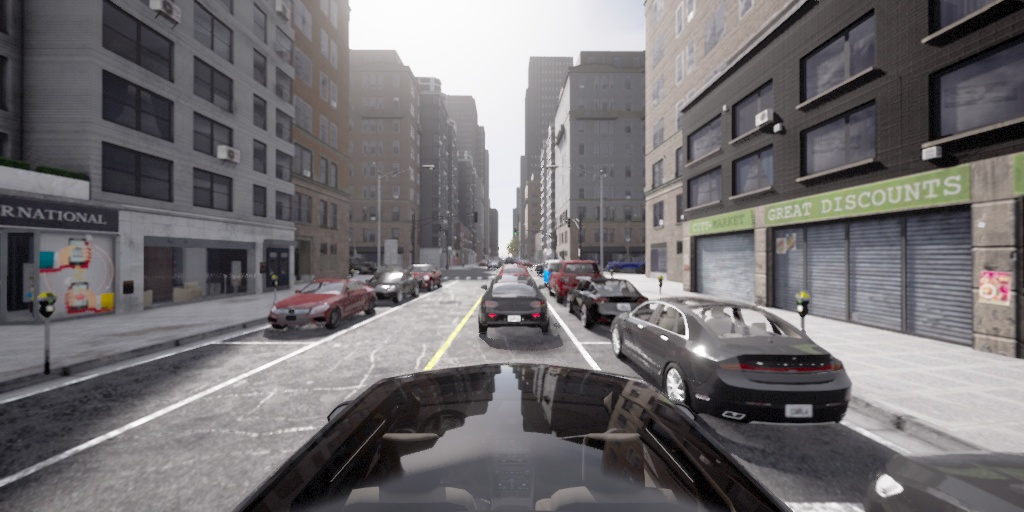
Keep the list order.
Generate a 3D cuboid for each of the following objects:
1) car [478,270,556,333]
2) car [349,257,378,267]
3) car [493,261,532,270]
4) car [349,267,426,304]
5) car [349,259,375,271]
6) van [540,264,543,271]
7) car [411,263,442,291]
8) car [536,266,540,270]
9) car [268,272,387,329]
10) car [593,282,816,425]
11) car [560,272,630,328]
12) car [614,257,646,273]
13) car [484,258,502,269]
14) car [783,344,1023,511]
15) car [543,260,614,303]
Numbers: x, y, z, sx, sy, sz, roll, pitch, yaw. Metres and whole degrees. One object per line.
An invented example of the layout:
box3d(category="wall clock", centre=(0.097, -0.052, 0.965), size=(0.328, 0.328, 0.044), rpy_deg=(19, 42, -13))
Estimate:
box3d(category="car", centre=(0.036, 1.304, 10.703), size=(1.812, 1.442, 4.674), rpy_deg=(0, 0, 0))
box3d(category="car", centre=(-18.575, 1.117, 42.270), size=(5.566, 2.045, 2.150), rpy_deg=(0, 0, 0))
box3d(category="car", centre=(0.119, 1.288, 20.789), size=(1.882, 1.535, 5.008), rpy_deg=(0, 0, 0))
box3d(category="car", centre=(-5.651, 1.363, 16.804), size=(1.948, 1.339, 4.313), rpy_deg=(0, 0, 0))
box3d(category="car", centre=(-17.944, 1.385, 39.023), size=(4.892, 1.490, 1.837), rpy_deg=(0, 0, 0))
box3d(category="van", centre=(2.881, 1.156, 22.325), size=(1.690, 1.789, 3.998), rpy_deg=(0, 0, 0))
box3d(category="car", centre=(-5.645, 1.255, 22.329), size=(1.967, 1.591, 4.097), rpy_deg=(0, 0, 0))
box3d(category="car", centre=(4.847, 1.359, 38.280), size=(4.892, 1.490, 1.837), rpy_deg=(0, -3, -31))
box3d(category="car", centre=(-5.657, 1.362, 11.279), size=(1.802, 1.307, 4.207), rpy_deg=(0, 0, 0))
box3d(category="car", centre=(2.862, 1.313, 5.754), size=(2.007, 1.370, 4.403), rpy_deg=(0, 0, 0))
box3d(category="car", centre=(2.868, 1.346, 11.277), size=(1.948, 1.339, 4.313), rpy_deg=(0, 0, 0))
box3d(category="car", centre=(14.879, 1.099, 45.848), size=(5.566, 2.045, 2.150), rpy_deg=(0, 0, 2))
box3d(category="car", centre=(-3.172, 1.504, 60.853), size=(2.033, 1.411, 5.357), rpy_deg=(0, 0, -1))
box3d(category="car", centre=(2.856, 1.296, 0.230), size=(2.007, 1.370, 4.403), rpy_deg=(0, 0, 0))
box3d(category="car", centre=(2.875, 1.112, 16.801), size=(2.192, 1.841, 5.009), rpy_deg=(0, 0, 0))
